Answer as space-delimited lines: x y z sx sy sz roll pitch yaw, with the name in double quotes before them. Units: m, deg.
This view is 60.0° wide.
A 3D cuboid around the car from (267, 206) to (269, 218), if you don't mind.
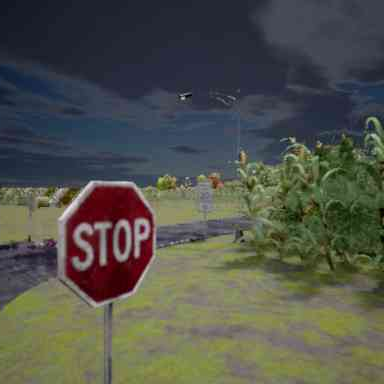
"car" 8.647 1.743 32.185 2.128 1.511 4.902 0 0 35
